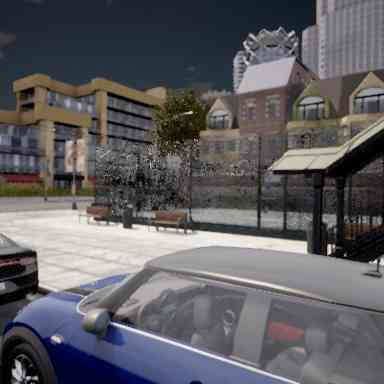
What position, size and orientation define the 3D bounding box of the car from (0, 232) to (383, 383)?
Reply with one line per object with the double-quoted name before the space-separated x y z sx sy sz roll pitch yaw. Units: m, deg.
"car" 0.155 1.330 3.193 4.553 1.767 2.185 1 1 35
